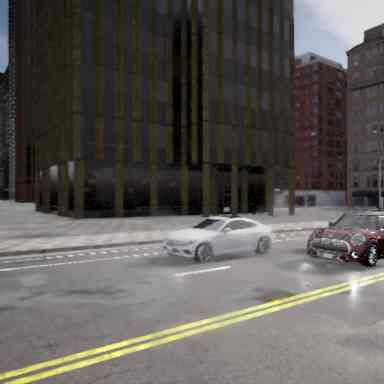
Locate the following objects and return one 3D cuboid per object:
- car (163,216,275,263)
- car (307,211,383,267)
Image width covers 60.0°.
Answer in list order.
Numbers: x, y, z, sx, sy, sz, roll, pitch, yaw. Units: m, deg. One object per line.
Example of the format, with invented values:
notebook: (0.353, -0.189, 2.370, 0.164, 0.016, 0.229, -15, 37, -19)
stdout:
car: (1.154, 1.637, 12.494, 4.674, 1.442, 1.812, 1, -1, -36)
car: (6.254, 1.520, 12.142, 4.553, 1.767, 2.097, 1, -1, -36)
